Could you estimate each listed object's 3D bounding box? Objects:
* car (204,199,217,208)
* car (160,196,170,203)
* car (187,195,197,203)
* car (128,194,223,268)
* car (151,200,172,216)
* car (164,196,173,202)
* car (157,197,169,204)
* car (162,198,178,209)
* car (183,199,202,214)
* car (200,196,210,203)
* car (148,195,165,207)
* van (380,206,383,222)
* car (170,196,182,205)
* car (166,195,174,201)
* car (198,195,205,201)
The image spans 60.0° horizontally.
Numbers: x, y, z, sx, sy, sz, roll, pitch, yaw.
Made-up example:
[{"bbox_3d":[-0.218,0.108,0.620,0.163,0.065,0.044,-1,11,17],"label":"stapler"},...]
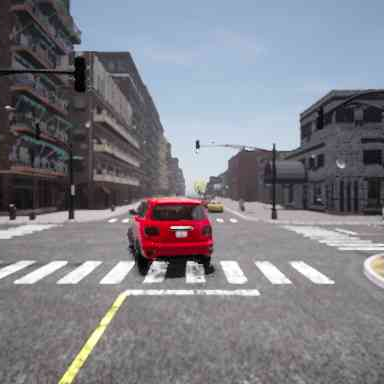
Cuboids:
[{"bbox_3d":[2.679,1.652,48.898,1.802,1.307,4.206,0,0,0],"label":"car"},{"bbox_3d":[-5.707,1.645,70.882,1.752,1.417,4.829,0,0,0],"label":"car"},{"bbox_3d":[-0.020,1.482,73.767,2.097,1.767,4.553,0,0,0],"label":"car"},{"bbox_3d":[-0.929,1.218,11.585,2.150,2.045,5.566,1,0,-14],"label":"car"},{"bbox_3d":[-3.104,1.570,34.577,1.812,1.442,4.674,0,0,0],"label":"car"},{"bbox_3d":[-5.711,1.695,82.131,1.887,1.381,4.507,0,0,0],"label":"car"},{"bbox_3d":[-5.706,1.657,65.513,2.008,1.369,4.403,0,0,0],"label":"car"},{"bbox_3d":[-3.094,1.632,48.057,1.994,1.385,4.181,0,0,0],"label":"car"},{"bbox_3d":[0.088,1.598,38.216,2.033,1.411,5.357,0,0,0],"label":"car"},{"bbox_3d":[2.673,1.671,71.055,2.008,1.369,4.403,0,0,0],"label":"car"},{"bbox_3d":[-5.702,1.396,54.435,2.192,1.841,5.009,0,0,0],"label":"car"},{"bbox_3d":[14.893,1.433,22.308,3.998,1.788,1.690,0,0,0],"label":"van"},{"bbox_3d":[-3.043,1.593,64.221,2.128,1.511,4.902,0,0,0],"label":"car"},{"bbox_3d":[-5.712,1.606,87.670,1.967,1.590,4.097,0,0,0],"label":"car"},{"bbox_3d":[2.667,1.709,93.382,1.752,1.417,4.829,0,0,0],"label":"car"}]
